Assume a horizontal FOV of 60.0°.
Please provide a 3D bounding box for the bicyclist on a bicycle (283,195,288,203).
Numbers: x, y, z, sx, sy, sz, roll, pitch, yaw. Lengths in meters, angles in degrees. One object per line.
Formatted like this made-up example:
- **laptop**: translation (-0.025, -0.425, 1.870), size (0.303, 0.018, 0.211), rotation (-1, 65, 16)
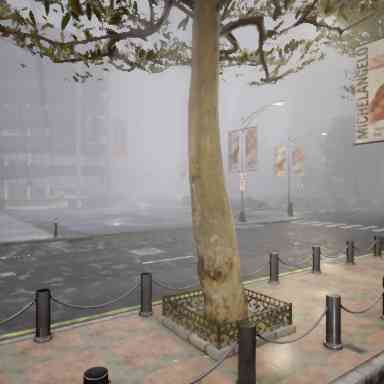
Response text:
- **bicyclist on a bicycle**: translation (17.566, 1.300, 62.343), size (1.656, 1.620, 0.582), rotation (0, 0, -36)

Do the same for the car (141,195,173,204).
- **car**: translation (-6.649, 1.547, 63.395), size (5.357, 1.411, 2.033), rotation (0, 0, 41)

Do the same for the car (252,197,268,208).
- **car**: translation (8.967, 1.478, 49.519), size (1.882, 1.535, 5.008), rotation (0, 0, -37)

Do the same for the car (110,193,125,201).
- **car**: translation (-18.821, 1.545, 77.841), size (4.718, 1.301, 1.895), rotation (0, 0, 11)

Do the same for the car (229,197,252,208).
- **car**: translation (5.660, 1.547, 48.129), size (2.033, 1.411, 5.357), rotation (0, 0, -36)

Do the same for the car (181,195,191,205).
- **car**: translation (0.177, 1.352, 55.536), size (2.097, 1.767, 4.553), rotation (0, 0, -38)

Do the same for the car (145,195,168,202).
- **car**: translation (-8.332, 1.525, 77.517), size (4.902, 1.511, 2.128), rotation (0, 0, 26)

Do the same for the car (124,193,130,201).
- **car**: translation (-17.888, 1.165, 81.215), size (5.566, 2.045, 2.150), rotation (0, 0, 11)

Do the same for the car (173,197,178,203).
- **car**: translation (-4.838, 1.492, 66.533), size (4.902, 1.511, 2.128), rotation (0, 0, 41)

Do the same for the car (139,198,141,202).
- **car**: translation (-9.545, 1.524, 74.216), size (4.674, 1.442, 1.812), rotation (0, 0, 26)
